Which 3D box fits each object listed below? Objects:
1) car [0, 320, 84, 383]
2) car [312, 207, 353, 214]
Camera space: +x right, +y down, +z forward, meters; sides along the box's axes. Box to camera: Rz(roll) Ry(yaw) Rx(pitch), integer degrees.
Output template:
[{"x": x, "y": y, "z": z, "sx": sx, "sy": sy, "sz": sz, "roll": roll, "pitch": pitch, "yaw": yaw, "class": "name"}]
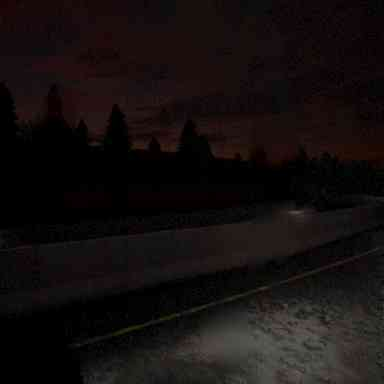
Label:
[{"x": -3.086, "y": 1.525, "z": 1.702, "sx": 4.902, "sy": 1.511, "sz": 2.128, "roll": -1, "pitch": 1, "yaw": -35, "class": "car"}, {"x": 9.472, "y": 1.138, "z": 22.573, "sx": 2.033, "sy": 1.411, "sz": 5.357, "roll": 0, "pitch": 1, "yaw": 41, "class": "car"}]
